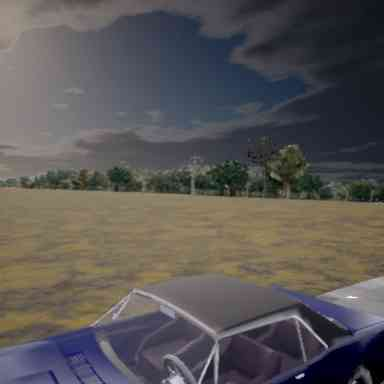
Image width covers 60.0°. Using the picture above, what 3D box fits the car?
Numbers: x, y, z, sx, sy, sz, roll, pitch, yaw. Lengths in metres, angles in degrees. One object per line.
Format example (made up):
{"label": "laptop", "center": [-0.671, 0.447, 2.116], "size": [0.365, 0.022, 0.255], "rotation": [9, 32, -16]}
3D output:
{"label": "car", "center": [-0.104, 1.598, 2.997], "size": [4.718, 1.301, 1.895], "rotation": [0, 0, -36]}
